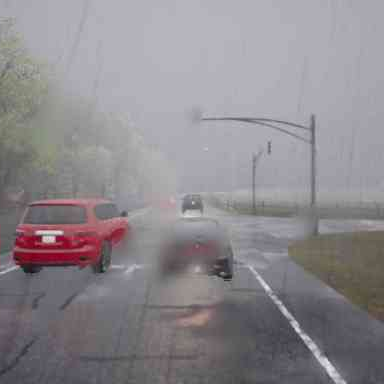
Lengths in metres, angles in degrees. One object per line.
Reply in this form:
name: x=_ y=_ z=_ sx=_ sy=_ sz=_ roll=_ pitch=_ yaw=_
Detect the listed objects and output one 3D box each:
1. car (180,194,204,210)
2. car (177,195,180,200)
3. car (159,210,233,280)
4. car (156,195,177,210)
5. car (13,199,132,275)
car: x=0.090 y=1.193 z=35.547 sx=2.150 sy=2.045 sz=5.566 roll=0 pitch=0 yaw=0
car: x=-3.523 y=1.458 z=80.696 sx=2.033 sy=1.411 sz=5.357 roll=0 pitch=0 yaw=0
car: x=0.097 y=1.498 z=9.879 sx=1.837 sy=1.490 sz=4.892 roll=0 pitch=0 yaw=0
car: x=-3.413 y=1.313 z=43.455 sx=2.097 sy=1.767 sz=4.553 roll=0 pitch=0 yaw=0
car: x=-3.404 y=1.214 z=10.586 sx=2.150 sy=2.045 sz=5.566 roll=0 pitch=0 yaw=0
